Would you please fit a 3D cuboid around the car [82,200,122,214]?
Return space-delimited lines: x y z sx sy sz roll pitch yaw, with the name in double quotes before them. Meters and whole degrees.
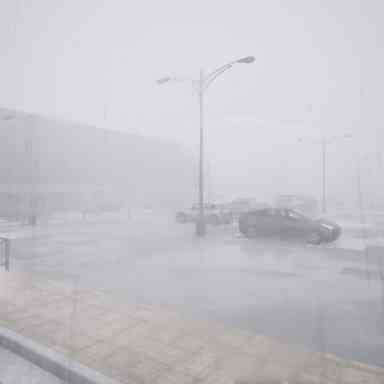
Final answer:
"car" -10.269 1.681 38.161 1.837 1.490 4.892 0 0 35

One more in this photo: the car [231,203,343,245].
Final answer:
"car" 4.403 1.490 15.364 4.514 1.523 2.007 0 0 35

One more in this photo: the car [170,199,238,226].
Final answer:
"car" 0.758 1.424 22.422 3.806 1.475 1.970 0 0 35

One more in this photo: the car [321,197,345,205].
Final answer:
"car" 23.748 1.565 56.014 3.633 1.501 1.845 0 0 35

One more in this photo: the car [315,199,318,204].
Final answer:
"car" 12.916 1.289 40.913 4.605 1.855 1.932 0 0 35

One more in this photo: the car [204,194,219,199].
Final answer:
"car" 3.921 1.398 51.818 2.150 2.045 5.566 0 0 35

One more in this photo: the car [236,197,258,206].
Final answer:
"car" 10.053 1.668 60.520 2.128 1.511 4.902 0 0 35

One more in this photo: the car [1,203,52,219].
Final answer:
"car" -15.346 1.740 30.977 1.994 1.385 4.181 0 0 35

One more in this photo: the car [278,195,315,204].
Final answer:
"car" 11.577 1.269 38.302 3.866 1.878 1.905 0 0 35

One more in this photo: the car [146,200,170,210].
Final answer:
"car" -4.487 1.740 46.313 1.994 1.385 4.181 0 0 36

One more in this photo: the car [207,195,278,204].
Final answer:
"car" 4.196 1.345 27.851 5.027 1.636 2.152 0 0 35

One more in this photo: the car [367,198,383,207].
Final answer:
"car" 28.091 1.576 49.298 3.806 1.475 1.970 0 0 35
